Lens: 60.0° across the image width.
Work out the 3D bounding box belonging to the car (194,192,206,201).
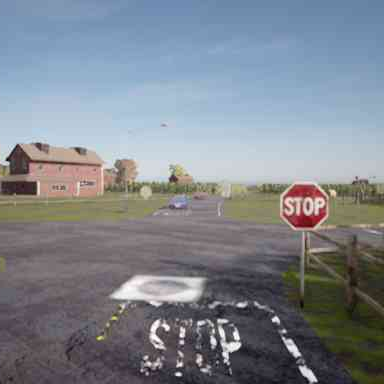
[{"bbox_3d":[1.458,0.672,60.163,1.882,1.535,5.008,0,1,8],"label":"car"}]

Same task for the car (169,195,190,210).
[{"bbox_3d":[-1.276,1.078,35.036,1.812,1.442,4.674,0,1,5],"label":"car"}]
